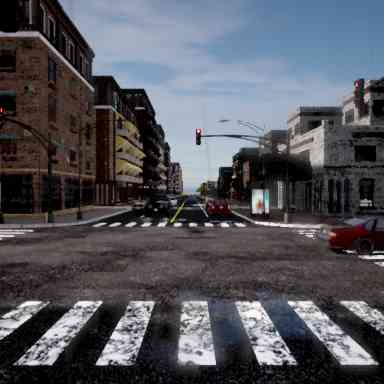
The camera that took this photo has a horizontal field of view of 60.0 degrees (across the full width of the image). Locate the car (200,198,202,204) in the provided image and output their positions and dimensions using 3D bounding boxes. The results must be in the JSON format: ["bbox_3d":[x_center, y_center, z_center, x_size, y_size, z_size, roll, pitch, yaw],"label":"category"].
[{"bbox_3d":[2.591,1.571,48.916,2.008,1.369,4.403,0,0,0],"label":"car"}]

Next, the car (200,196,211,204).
[{"bbox_3d":[2.559,1.591,66.006,2.008,1.369,4.403,-1,0,0],"label":"car"}]

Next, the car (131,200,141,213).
[{"bbox_3d":[-5.767,1.561,37.494,2.008,1.369,4.403,0,0,0],"label":"car"}]

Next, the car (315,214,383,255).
[{"bbox_3d":[7.600,1.578,12.635,5.357,1.411,2.033,0,1,5],"label":"car"}]

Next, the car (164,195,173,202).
[{"bbox_3d":[-5.855,1.592,82.897,1.752,1.417,4.829,-1,0,0],"label":"car"}]

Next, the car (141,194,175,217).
[{"bbox_3d":[-3.158,1.228,31.858,2.150,2.045,5.566,0,0,0],"label":"car"}]

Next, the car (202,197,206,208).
[{"bbox_3d":[2.602,1.597,43.219,1.802,1.307,4.206,0,0,0],"label":"car"}]

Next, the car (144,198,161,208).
[{"bbox_3d":[-5.789,1.571,48.888,2.008,1.369,4.403,0,0,0],"label":"car"}]

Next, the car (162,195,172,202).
[{"bbox_3d":[-5.846,1.497,77.370,1.967,1.590,4.097,0,0,0],"label":"car"}]

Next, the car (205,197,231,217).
[{"bbox_3d":[2.623,1.446,31.825,1.967,1.590,4.097,0,0,0],"label":"car"}]

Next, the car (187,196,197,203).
[{"bbox_3d":[-0.045,1.593,70.279,2.033,1.411,5.357,0,0,0],"label":"car"}]

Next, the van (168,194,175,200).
[{"bbox_3d":[-5.879,1.430,94.460,1.690,1.788,3.998,-1,0,0],"label":"van"}]

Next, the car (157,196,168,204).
[{"bbox_3d":[-5.822,1.565,65.807,1.752,1.417,4.829,0,0,0],"label":"car"}]

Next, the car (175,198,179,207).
[{"bbox_3d":[-3.187,1.548,50.935,1.812,1.442,4.674,0,0,0],"label":"car"}]
